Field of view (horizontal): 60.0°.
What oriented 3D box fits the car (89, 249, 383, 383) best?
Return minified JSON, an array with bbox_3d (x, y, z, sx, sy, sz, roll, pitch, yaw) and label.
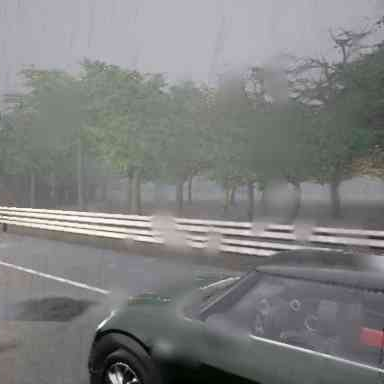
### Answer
[{"bbox_3d":[1.106,1.354,3.101,4.553,1.767,2.097,0,0,36],"label":"car"}]
